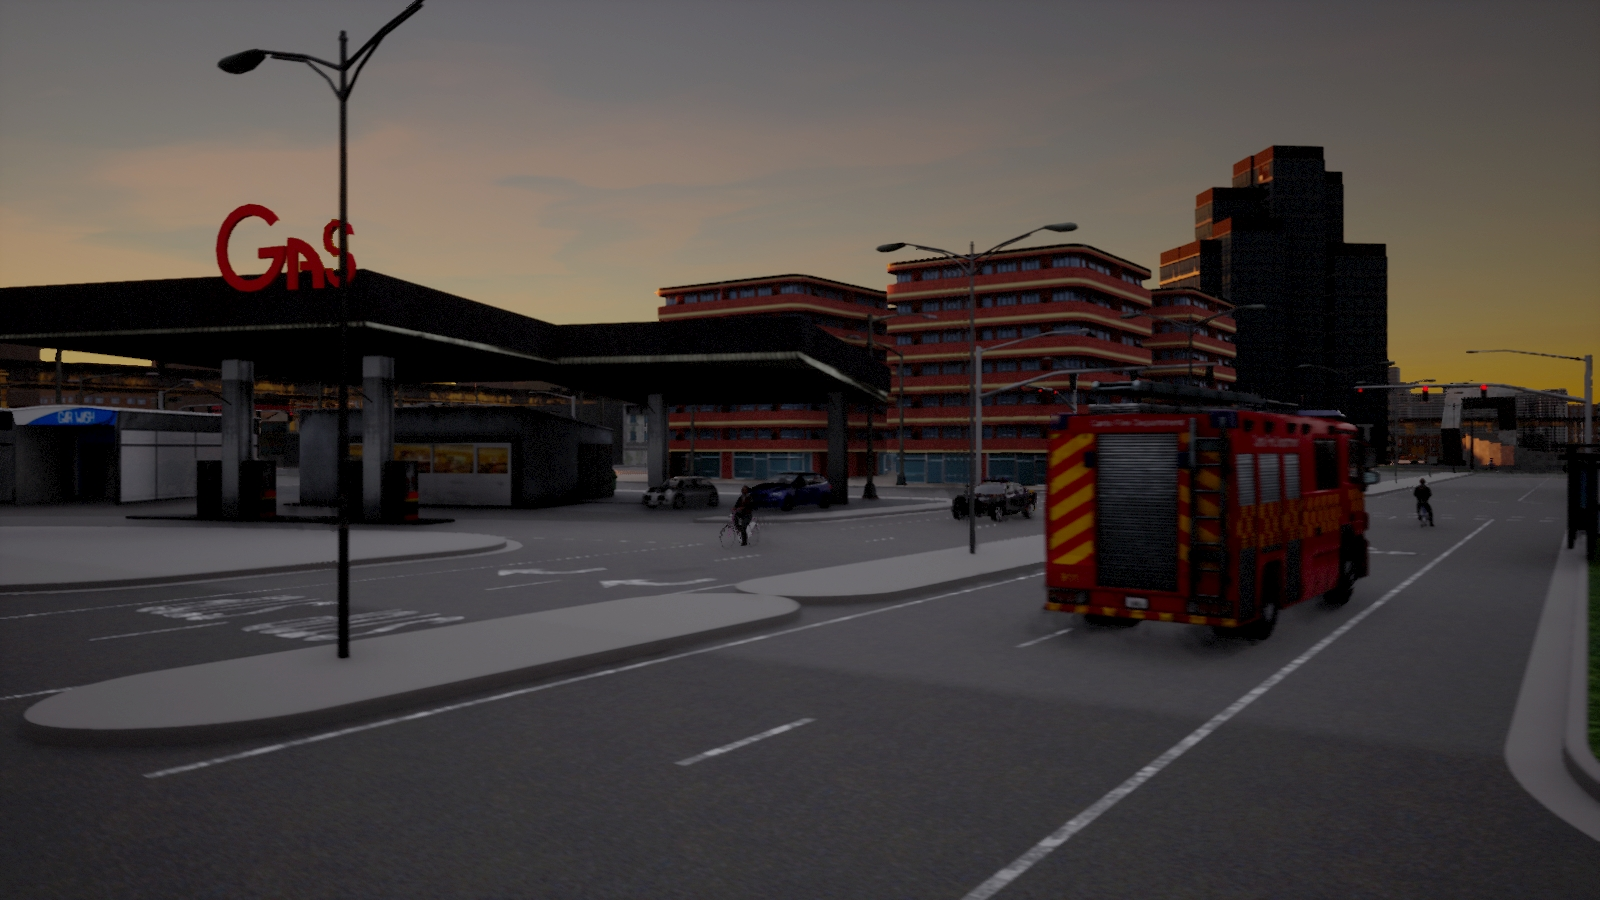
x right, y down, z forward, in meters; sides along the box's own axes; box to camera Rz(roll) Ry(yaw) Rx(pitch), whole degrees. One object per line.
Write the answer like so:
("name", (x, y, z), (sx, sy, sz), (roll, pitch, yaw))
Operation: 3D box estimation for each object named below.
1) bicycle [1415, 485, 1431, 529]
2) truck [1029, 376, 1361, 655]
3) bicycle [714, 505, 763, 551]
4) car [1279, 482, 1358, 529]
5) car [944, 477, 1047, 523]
("bicycle", (22.542, 2.048, 41.338), (0.329, 1.496, 1.835), (0, 0, 35))
("truck", (7.239, 0.891, 19.904), (2.891, 3.827, 8.468), (0, 0, 38))
("bicycle", (-1.741, 2.198, 32.561), (0.329, 1.196, 1.835), (0, 0, 34))
("car", (19.645, 2.040, 43.177), (2.007, 1.525, 4.514), (0, 0, 34))
("car", (8.027, 1.983, 46.451), (2.097, 1.638, 5.238), (0, 0, 35))
